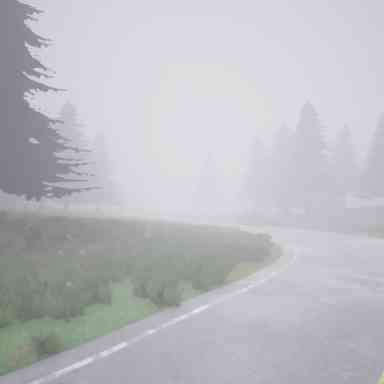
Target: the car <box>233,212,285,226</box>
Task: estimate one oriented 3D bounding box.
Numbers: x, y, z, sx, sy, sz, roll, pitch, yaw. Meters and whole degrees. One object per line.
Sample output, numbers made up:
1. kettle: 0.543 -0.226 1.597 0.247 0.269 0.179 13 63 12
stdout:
1. car: 5.875 2.464 29.959 2.033 1.411 5.357 2 -3 -29
